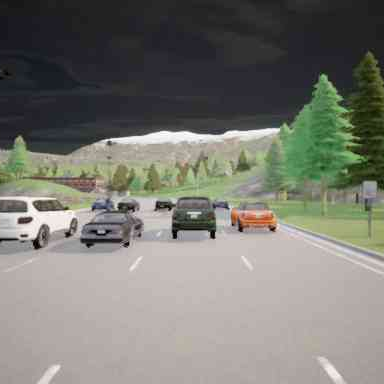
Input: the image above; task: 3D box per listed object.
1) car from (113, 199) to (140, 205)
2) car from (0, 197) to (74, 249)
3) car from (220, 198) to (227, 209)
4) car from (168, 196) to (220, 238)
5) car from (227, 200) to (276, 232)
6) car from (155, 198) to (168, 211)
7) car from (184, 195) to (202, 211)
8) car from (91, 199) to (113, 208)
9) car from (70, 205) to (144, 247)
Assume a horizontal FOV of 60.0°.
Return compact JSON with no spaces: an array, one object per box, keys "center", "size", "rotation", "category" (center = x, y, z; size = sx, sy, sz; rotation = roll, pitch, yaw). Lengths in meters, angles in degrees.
[{"center":[-6.913,1.457,36.618],"size":[1.882,1.535,5.008],"rotation":[0,0,0],"category":"car"},{"center":[-6.906,1.211,14.661],"size":[2.150,2.045,5.566],"rotation":[0,0,0],"category":"car"},{"center":[3.585,1.502,42.132],"size":[1.812,1.442,4.674],"rotation":[0,0,0],"category":"car"},{"center":[0.094,1.210,17.827],"size":[2.150,2.045,5.566],"rotation":[0,0,0],"category":"car"},{"center":[3.593,1.341,20.239],"size":[2.097,1.767,4.553],"rotation":[0,0,0],"category":"car"},{"center":[-3.414,1.455,40.626],"size":[1.882,1.535,5.008],"rotation":[0,0,0],"category":"car"},{"center":[0.085,1.330,40.837],"size":[2.097,1.767,4.553],"rotation":[0,0,0],"category":"car"},{"center":[-10.413,1.504,39.017],"size":[1.812,1.442,4.674],"rotation":[0,0,0],"category":"car"},{"center":[-3.404,1.539,15.007],"size":[2.033,1.411,5.357],"rotation":[0,0,0],"category":"car"}]
